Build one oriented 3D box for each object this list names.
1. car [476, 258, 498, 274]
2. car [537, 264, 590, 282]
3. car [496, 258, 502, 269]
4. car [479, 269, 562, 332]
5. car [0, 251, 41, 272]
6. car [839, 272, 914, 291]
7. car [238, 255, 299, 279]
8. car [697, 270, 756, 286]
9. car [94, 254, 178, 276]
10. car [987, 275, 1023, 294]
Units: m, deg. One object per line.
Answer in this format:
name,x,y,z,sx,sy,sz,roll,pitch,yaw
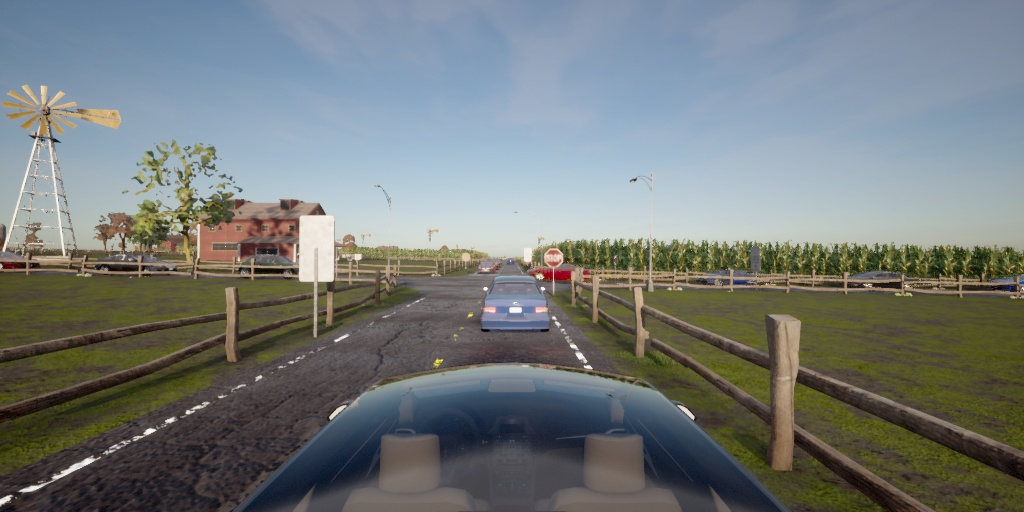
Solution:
car,-2.936,1.296,41.813,1.812,1.442,4.674,0,0,-1
car,3.761,1.345,28.966,5.008,1.535,1.882,3,-1,0
car,-2.991,1.133,51.650,2.097,1.767,4.553,0,0,0
car,0.075,1.300,10.827,2.033,1.411,5.357,0,0,0
car,-37.763,0.370,26.245,5.008,1.535,1.882,1,-1,0
car,29.198,1.989,28.829,4.892,1.490,1.837,2,-1,0
car,-17.110,0.721,26.127,4.553,1.767,2.097,1,-1,0
car,17.277,1.772,28.895,4.181,1.385,1.994,1,-1,0
car,-27.320,0.623,26.179,4.902,1.511,2.128,1,-1,0
car,41.343,2.239,28.735,5.008,1.535,1.882,2,-1,1
